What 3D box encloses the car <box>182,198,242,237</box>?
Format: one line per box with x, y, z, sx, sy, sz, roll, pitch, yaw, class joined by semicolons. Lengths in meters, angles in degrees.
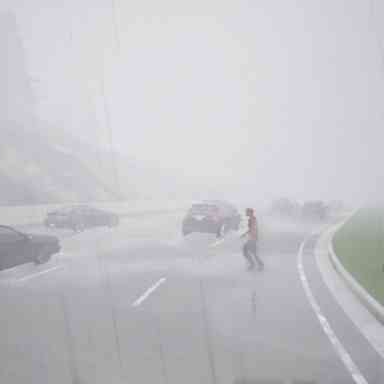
1.226;1.345;18.179;2.097;1.767;4.553;0;0;24;car

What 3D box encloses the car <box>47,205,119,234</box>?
-6.195;1.483;19.302;2.128;1.511;4.902;0;0;23;car

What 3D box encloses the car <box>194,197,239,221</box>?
2.125;1.341;27.638;2.097;1.767;4.553;0;0;28;car

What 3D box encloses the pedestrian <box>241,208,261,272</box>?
1.668;1.290;9.339;0.375;1.860;0.375;0;0;15;pedestrian

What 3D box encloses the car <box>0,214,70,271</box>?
-5.772;1.544;8.824;2.033;1.411;5.357;0;0;12;car

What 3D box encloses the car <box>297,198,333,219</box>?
10.935;1.490;29.345;1.837;1.490;4.892;0;-1;29;car

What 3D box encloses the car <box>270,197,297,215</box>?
9.563;1.339;34.004;2.097;1.767;4.553;0;0;29;car

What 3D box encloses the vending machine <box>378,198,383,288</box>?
5.034;1.192;7.669;1.100;2.100;0.880;0;0;14;vending machine

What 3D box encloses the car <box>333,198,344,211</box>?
17.535;1.510;41.308;1.812;1.442;4.674;0;0;31;car
